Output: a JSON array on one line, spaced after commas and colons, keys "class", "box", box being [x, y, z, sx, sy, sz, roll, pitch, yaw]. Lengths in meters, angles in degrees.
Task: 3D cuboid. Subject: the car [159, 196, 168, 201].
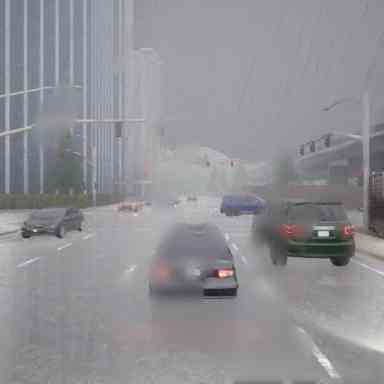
[{"class": "car", "box": [-6.978, 1.554, 81.174, 1.895, 1.301, 4.718, 0, 0, 0]}]

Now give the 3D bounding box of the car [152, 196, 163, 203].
[{"class": "car", "box": [-6.999, 1.525, 67.685, 1.812, 1.442, 4.674, 0, 0, 1]}]

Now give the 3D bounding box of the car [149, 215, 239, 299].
[{"class": "car", "box": [0.057, 1.547, 8.630, 2.033, 1.411, 5.357, 0, 0, 1]}]

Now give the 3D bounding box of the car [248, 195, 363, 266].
[{"class": "car", "box": [3.574, 1.221, 11.663, 2.150, 2.045, 5.566, 0, 0, 1]}]

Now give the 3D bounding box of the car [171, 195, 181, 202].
[{"class": "car", "box": [-3.480, 1.477, 74.047, 1.882, 1.535, 5.008, 0, 0, 0]}]

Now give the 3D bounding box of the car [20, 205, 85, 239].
[{"class": "car", "box": [-7.094, 1.503, 17.461, 1.837, 1.490, 4.892, 0, 0, 0]}]

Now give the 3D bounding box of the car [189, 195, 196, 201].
[{"class": "car", "box": [0.024, 1.500, 88.893, 1.837, 1.490, 4.892, 0, 0, 0]}]

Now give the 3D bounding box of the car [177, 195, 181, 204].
[{"class": "car", "box": [-3.563, 1.352, 58.953, 2.097, 1.767, 4.553, 0, 0, 0]}]

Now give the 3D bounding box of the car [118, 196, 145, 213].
[{"class": "car", "box": [-7.091, 1.384, 38.192, 2.097, 1.767, 4.553, 0, 0, 0]}]

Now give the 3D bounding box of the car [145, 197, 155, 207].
[{"class": "car", "box": [-7.080, 1.492, 51.356, 2.128, 1.511, 4.902, 0, 0, 0]}]

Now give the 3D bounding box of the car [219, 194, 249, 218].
[{"class": "car", "box": [5.165, 1.244, 29.403, 5.566, 2.045, 2.150, 0, 1, 24]}]

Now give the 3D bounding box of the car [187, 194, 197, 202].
[{"class": "car", "box": [0.021, 1.355, 78.648, 2.097, 1.767, 4.553, 0, 0, 0]}]

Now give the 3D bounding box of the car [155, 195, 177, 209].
[{"class": "car", "box": [-3.439, 1.353, 44.547, 2.097, 1.767, 4.553, 0, 0, -3]}]
